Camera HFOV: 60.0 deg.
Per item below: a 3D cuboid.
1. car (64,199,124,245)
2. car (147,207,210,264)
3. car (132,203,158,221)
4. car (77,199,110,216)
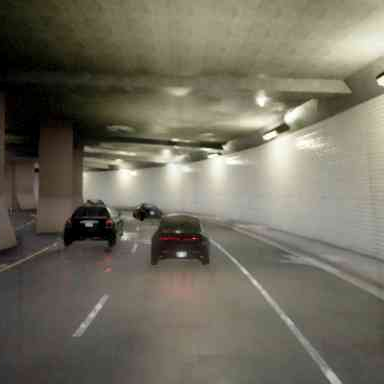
[{"bbox_3d":[-4.389,1.345,15.510,2.097,1.767,4.553,1,0,-7],"label":"car"},{"bbox_3d":[-0.485,1.543,12.000,1.837,1.490,4.892,1,0,-5],"label":"car"},{"bbox_3d":[-3.764,1.613,27.986,1.994,1.385,4.181,1,0,-19],"label":"car"},{"bbox_3d":[-9.828,1.470,32.980,2.128,1.511,4.902,1,0,-28],"label":"car"}]
